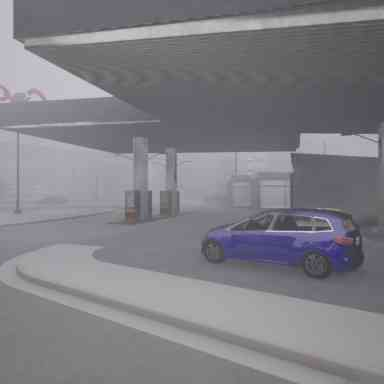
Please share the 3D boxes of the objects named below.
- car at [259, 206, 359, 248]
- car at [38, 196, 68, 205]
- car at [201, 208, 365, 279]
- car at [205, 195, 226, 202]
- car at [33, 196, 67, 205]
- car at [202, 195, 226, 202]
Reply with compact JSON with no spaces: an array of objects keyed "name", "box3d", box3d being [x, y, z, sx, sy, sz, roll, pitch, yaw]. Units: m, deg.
[{"name":"car","box3d":[5.192,1.457,14.868,3.806,1.475,1.970,0,0,36]},{"name":"car","box3d":[-25.647,1.520,61.584,1.837,1.490,4.892,-3,-2,41]},{"name":"car","box3d":[2.453,1.296,9.760,4.611,1.667,2.242,0,0,36]},{"name":"car","box3d":[5.458,1.536,77.491,4.674,1.442,1.812,0,0,-5]},{"name":"car","box3d":[-25.044,1.562,58.542,2.033,1.411,5.357,0,0,31]},{"name":"car","box3d":[4.883,1.551,73.930,5.357,1.411,2.033,0,0,-5]}]
